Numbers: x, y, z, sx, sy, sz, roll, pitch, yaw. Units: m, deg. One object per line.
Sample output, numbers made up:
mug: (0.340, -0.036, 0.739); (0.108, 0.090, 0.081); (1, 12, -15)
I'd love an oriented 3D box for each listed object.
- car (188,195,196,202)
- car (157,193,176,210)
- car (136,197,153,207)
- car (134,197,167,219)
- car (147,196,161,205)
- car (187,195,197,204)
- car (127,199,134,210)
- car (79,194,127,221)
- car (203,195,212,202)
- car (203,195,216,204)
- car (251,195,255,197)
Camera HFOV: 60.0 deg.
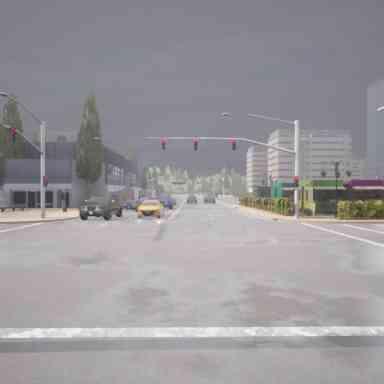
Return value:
car: (-0.017, 1.372, 74.007); (1.837, 1.490, 4.892); (0, 0, 0)
car: (-3.600, 1.219, 42.884); (2.150, 2.045, 5.566); (0, 0, 0)
car: (-7.103, 1.477, 50.448); (1.882, 1.535, 5.008); (0, 0, 0)
car: (-3.604, 1.478, 29.564); (1.882, 1.535, 5.008); (0, 0, 0)
car: (-7.068, 1.547, 62.041); (2.033, 1.411, 5.357); (0, 0, 1)
car: (-0.014, 1.491, 63.733); (2.128, 1.511, 4.902); (0, 0, 0)
car: (-7.105, 1.563, 39.336); (1.994, 1.385, 4.181); (0, 0, 0)
car: (-7.404, 1.223, 27.714); (2.150, 2.045, 5.566); (0, 0, 4)
car: (3.483, 1.397, 74.009); (1.812, 1.442, 4.674); (0, 0, 0)
car: (3.486, 1.491, 63.734); (2.128, 1.511, 4.902); (0, 0, 0)
car: (17.749, 1.153, 86.905); (4.605, 1.855, 1.932); (0, 0, -2)
